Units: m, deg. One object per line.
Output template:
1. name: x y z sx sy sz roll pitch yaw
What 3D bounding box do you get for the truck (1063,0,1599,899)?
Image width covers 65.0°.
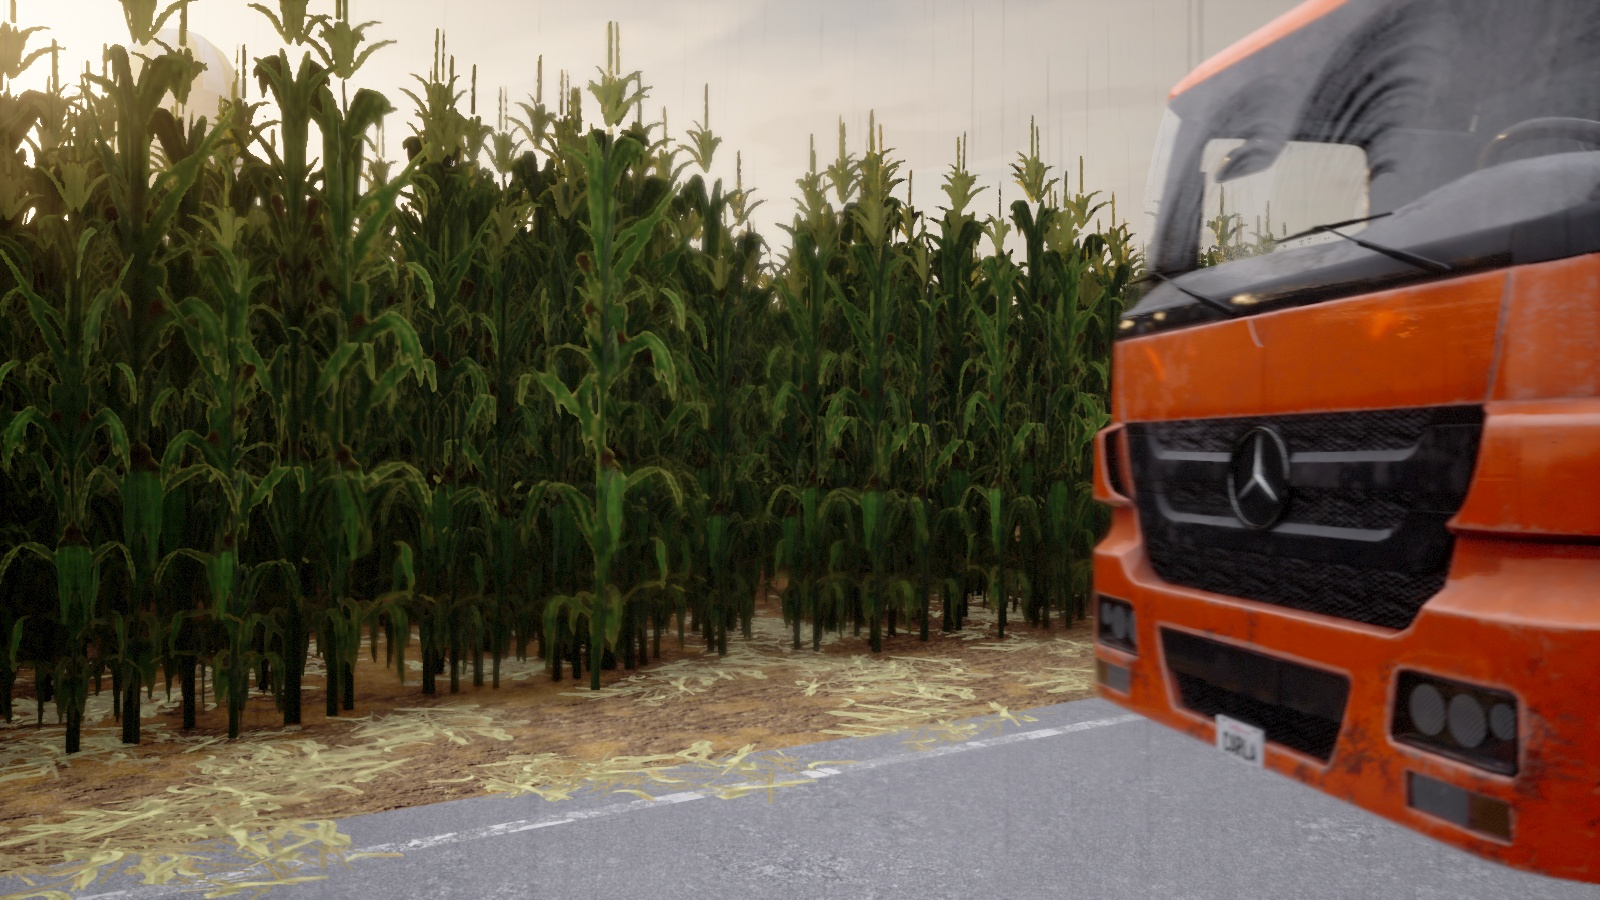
1. truck: 5.431 -0.236 5.351 7.936 3.462 2.891 0 0 -13
